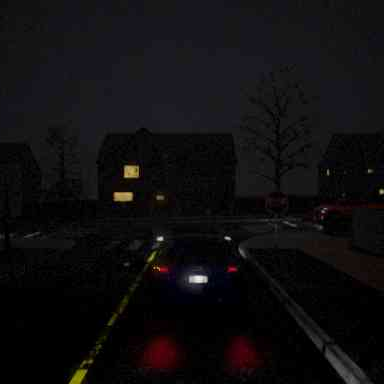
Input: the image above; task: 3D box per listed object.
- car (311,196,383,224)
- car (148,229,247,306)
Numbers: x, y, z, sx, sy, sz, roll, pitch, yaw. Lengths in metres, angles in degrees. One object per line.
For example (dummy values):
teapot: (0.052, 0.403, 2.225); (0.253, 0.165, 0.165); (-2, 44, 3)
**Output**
car: (10.283, 1.109, 21.848); (4.553, 1.767, 2.097); (-1, 1, 0)
car: (0.061, 1.589, 8.150); (1.994, 1.385, 4.181); (0, 0, -2)
